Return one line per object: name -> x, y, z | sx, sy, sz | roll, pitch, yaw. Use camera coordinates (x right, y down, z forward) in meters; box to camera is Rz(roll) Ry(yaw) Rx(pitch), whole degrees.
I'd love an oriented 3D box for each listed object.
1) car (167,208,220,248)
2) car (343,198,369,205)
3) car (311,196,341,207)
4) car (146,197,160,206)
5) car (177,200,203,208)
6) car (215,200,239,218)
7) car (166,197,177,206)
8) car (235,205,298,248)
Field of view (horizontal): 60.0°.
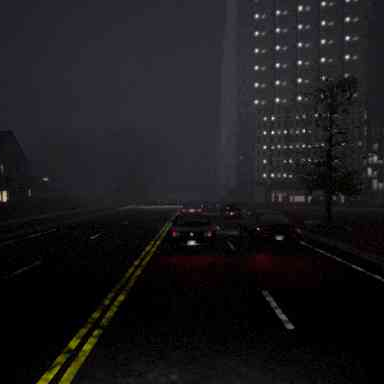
car -> 0.000, 1.610, 14.686 | 1.895, 1.301, 4.718 | 0, 0, 0
car -> 31.048, 1.744, 63.145 | 4.403, 1.369, 2.008 | 0, 2, 20
car -> 23.014, 1.664, 57.691 | 5.009, 1.841, 2.192 | 0, 2, 20
car -> -6.499, 1.526, 55.612 | 1.882, 1.535, 5.008 | 0, 0, 0
car -> 0.001, 1.558, 29.661 | 2.033, 1.411, 5.357 | 0, 0, 0
car -> 3.250, 1.511, 29.661 | 1.837, 1.490, 4.892 | 0, 0, 0
car -> -3.249, 1.616, 55.612 | 2.033, 1.411, 5.357 | 0, 0, 0
car -> 3.250, 1.527, 14.656 | 1.812, 1.442, 4.674 | 0, 0, 0
